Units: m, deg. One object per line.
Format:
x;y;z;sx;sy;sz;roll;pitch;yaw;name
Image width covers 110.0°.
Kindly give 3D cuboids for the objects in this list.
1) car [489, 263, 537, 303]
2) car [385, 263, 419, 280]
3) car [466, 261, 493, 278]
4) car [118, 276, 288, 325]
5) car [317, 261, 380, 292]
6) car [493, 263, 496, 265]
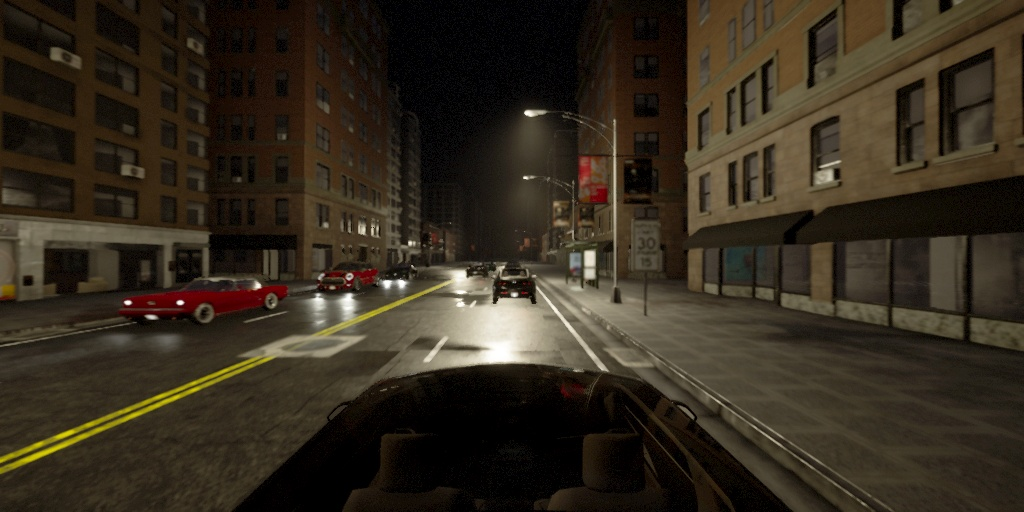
0.099;1.279;16.720;1.837;1.490;4.892;0;0;0;car
-9.798;1.363;32.144;1.994;1.385;4.181;0;0;0;car
-3.240;1.294;34.138;2.128;1.511;4.902;0;0;0;car
-9.828;1.366;11.993;1.895;1.301;4.718;0;0;0;car
-9.756;1.132;21.708;2.097;1.767;4.553;0;0;0;car
-3.201;1.396;49.076;1.994;1.385;4.181;0;0;0;car
